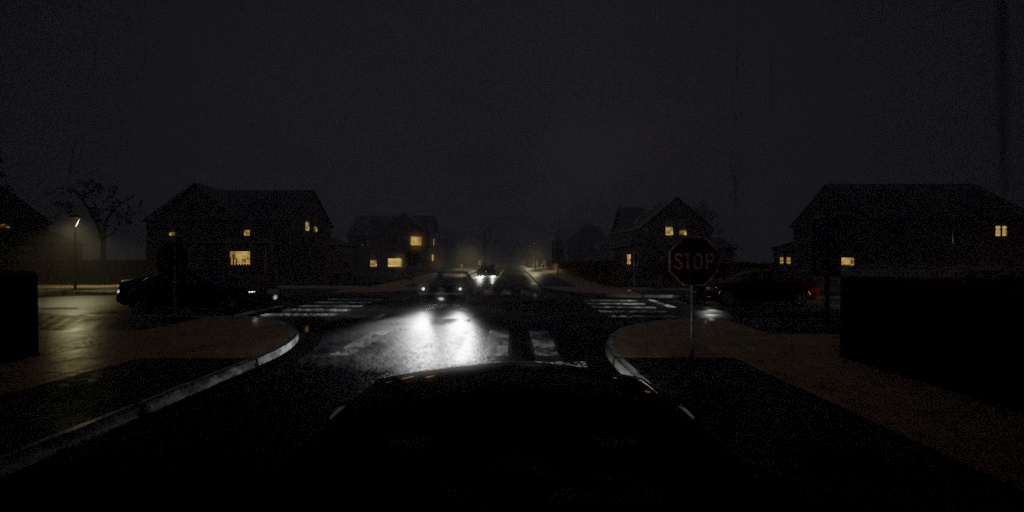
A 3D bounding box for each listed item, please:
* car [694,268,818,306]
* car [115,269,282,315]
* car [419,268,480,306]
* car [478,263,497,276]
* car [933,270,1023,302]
[{"bbox_3d":[10.474,1.306,15.694,5.008,1.535,1.882,0,0,-2],"label":"car"},{"bbox_3d":[-11.030,1.212,12.855,4.902,1.511,2.128,0,0,-3],"label":"car"},{"bbox_3d":[-2.737,1.354,16.112,1.895,1.301,4.718,0,0,0],"label":"car"},{"bbox_3d":[-2.720,1.423,39.470,1.994,1.385,4.181,0,0,0],"label":"car"},{"bbox_3d":[20.771,1.381,15.752,4.902,1.511,2.128,0,0,0],"label":"car"}]
